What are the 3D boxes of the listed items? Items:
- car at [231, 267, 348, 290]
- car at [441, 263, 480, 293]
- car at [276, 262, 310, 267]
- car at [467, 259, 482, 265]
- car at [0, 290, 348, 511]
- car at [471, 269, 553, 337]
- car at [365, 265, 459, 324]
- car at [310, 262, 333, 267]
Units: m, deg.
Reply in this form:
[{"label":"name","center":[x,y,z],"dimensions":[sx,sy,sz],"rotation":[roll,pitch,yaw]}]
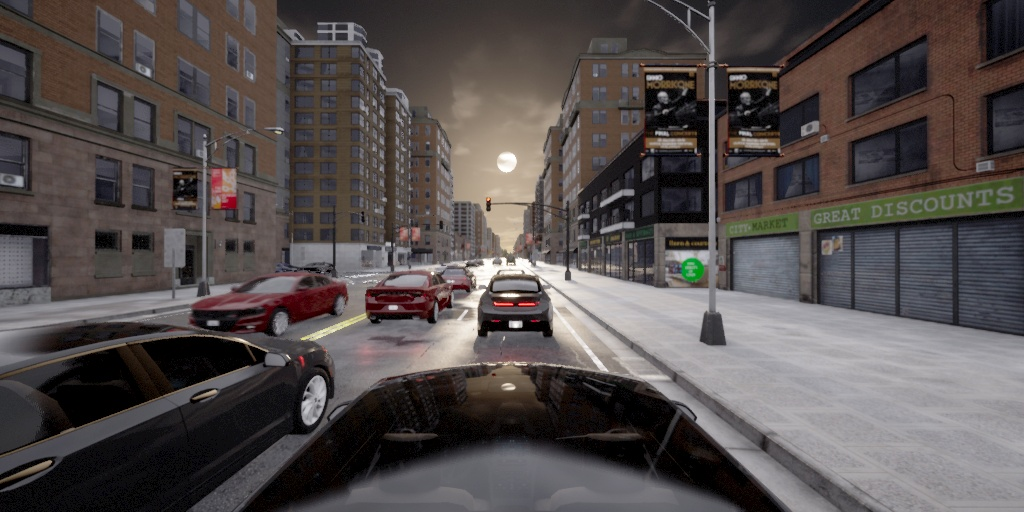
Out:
[{"label":"car","center":[-6.627,1.227,10.436],"dimensions":[1.882,1.535,5.008],"rotation":[0,0,0]},{"label":"car","center":[-3.205,1.313,20.946],"dimensions":[1.994,1.385,4.181],"rotation":[0,0,-1]},{"label":"car","center":[-22.736,1.309,35.187],"dimensions":[4.181,1.385,1.994],"rotation":[0,0,0]},{"label":"car","center":[-6.758,1.311,61.017],"dimensions":[2.033,1.411,5.357],"rotation":[0,0,0]},{"label":"car","center":[-3.153,1.255,2.617],"dimensions":[1.837,1.490,4.892],"rotation":[0,0,0]},{"label":"car","center":[0.075,1.254,10.298],"dimensions":[1.837,1.490,4.892],"rotation":[0,0,0]},{"label":"car","center":[-3.182,1.227,12.052],"dimensions":[1.882,1.535,5.008],"rotation":[0,0,0]},{"label":"car","center":[-22.267,1.340,40.668],"dimensions":[4.313,1.339,1.948],"rotation":[0,0,0]}]
